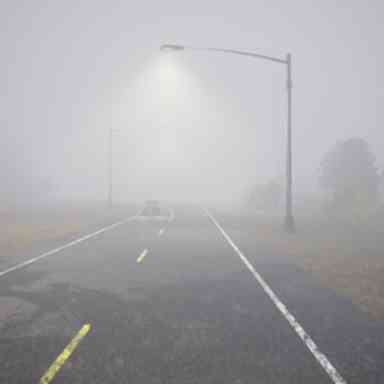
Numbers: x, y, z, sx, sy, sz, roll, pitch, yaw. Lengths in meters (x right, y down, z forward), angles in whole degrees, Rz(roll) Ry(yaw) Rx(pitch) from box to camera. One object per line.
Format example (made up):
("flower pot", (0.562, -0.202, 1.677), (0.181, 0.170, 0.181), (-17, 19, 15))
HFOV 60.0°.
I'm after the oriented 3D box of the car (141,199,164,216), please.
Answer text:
("car", (-3.900, 1.523, 32.956), (1.837, 1.490, 4.892), (0, 0, -3))
